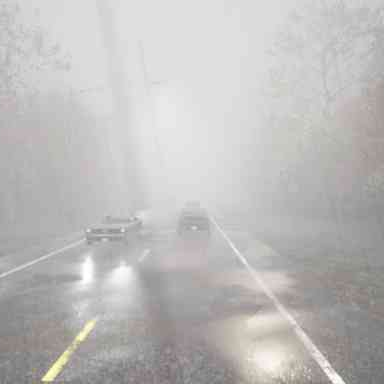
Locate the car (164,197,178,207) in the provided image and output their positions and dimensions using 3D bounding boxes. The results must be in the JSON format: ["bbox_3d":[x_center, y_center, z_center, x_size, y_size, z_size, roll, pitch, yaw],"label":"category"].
[{"bbox_3d":[-3.512,1.668,56.509,2.097,1.767,4.553,0,0,1],"label":"car"}]

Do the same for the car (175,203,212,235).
[{"bbox_3d":[0.110,1.626,19.801,1.837,1.490,4.892,0,0,0],"label":"car"}]

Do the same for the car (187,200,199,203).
[{"bbox_3d":[0.121,1.709,40.650,1.882,1.535,5.008,0,0,0],"label":"car"}]

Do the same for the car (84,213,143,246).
[{"bbox_3d":[-3.592,1.698,15.991,1.895,1.301,4.718,0,0,0],"label":"car"}]
